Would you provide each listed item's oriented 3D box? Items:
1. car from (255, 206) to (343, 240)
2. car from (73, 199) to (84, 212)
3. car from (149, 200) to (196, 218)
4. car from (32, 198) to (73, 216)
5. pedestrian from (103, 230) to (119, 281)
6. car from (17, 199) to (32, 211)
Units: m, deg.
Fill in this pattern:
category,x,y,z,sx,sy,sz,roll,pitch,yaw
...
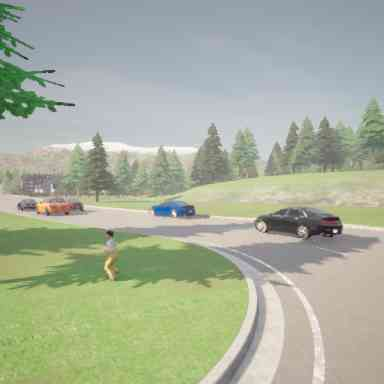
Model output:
category,x,y,z,sx,sy,sz,roll,pitch,yaw
car,5.265,1.505,17.105,1.837,1.490,4.892,2,-1,-29
car,-14.141,1.526,38.814,1.812,1.442,4.674,0,0,-38
car,-1.840,1.477,29.901,1.882,1.535,5.008,0,0,-44
car,-13.891,1.352,32.979,2.097,1.767,4.553,0,0,-40
pedestrian,-1.845,1.421,7.825,0.375,1.300,0.375,0,0,6
car,-19.924,1.547,40.348,2.033,1.411,5.357,0,0,-34
